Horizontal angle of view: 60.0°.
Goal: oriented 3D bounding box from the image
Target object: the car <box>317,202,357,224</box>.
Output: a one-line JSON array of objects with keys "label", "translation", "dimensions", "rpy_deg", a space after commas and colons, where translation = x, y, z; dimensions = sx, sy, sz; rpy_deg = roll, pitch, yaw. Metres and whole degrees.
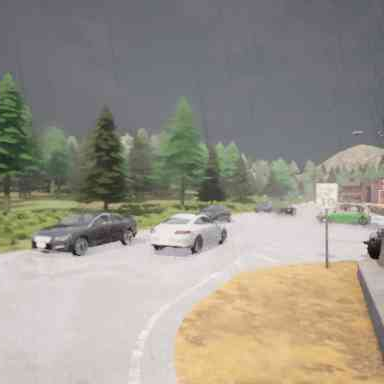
[{"label": "car", "translation": [12.365, 1.854, 27.291], "dimensions": [3.988, 1.617, 1.851], "rpy_deg": [0, -1, 23]}]

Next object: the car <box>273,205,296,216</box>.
[{"label": "car", "translation": [11.469, 2.174, 40.369], "dimensions": [1.895, 1.301, 4.718], "rpy_deg": [0, -1, 24]}]

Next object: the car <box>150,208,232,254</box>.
[{"label": "car", "translation": [-0.041, 1.611, 13.897], "dimensions": [1.812, 1.442, 4.674], "rpy_deg": [0, -1, 25]}]

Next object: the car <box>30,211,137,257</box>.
[{"label": "car", "translation": [-4.109, 1.544, 13.407], "dimensions": [2.128, 1.511, 4.902], "rpy_deg": [0, -1, 23]}]

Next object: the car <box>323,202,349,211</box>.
[{"label": "car", "translation": [24.966, 2.478, 57.797], "dimensions": [4.181, 1.381, 1.994], "rpy_deg": [0, -1, 23]}]

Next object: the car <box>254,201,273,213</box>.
[{"label": "car", "translation": [10.105, 2.012, 46.180], "dimensions": [2.097, 1.767, 4.553], "rpy_deg": [0, -1, 23]}]

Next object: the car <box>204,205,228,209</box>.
[{"label": "car", "translation": [1.838, 1.812, 27.216], "dimensions": [1.837, 1.490, 4.892], "rpy_deg": [0, -1, 23]}]

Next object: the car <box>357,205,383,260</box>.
[{"label": "car", "translation": [7.871, 1.442, 10.890], "dimensions": [3.866, 1.878, 1.905], "rpy_deg": [0, -1, -8]}]
